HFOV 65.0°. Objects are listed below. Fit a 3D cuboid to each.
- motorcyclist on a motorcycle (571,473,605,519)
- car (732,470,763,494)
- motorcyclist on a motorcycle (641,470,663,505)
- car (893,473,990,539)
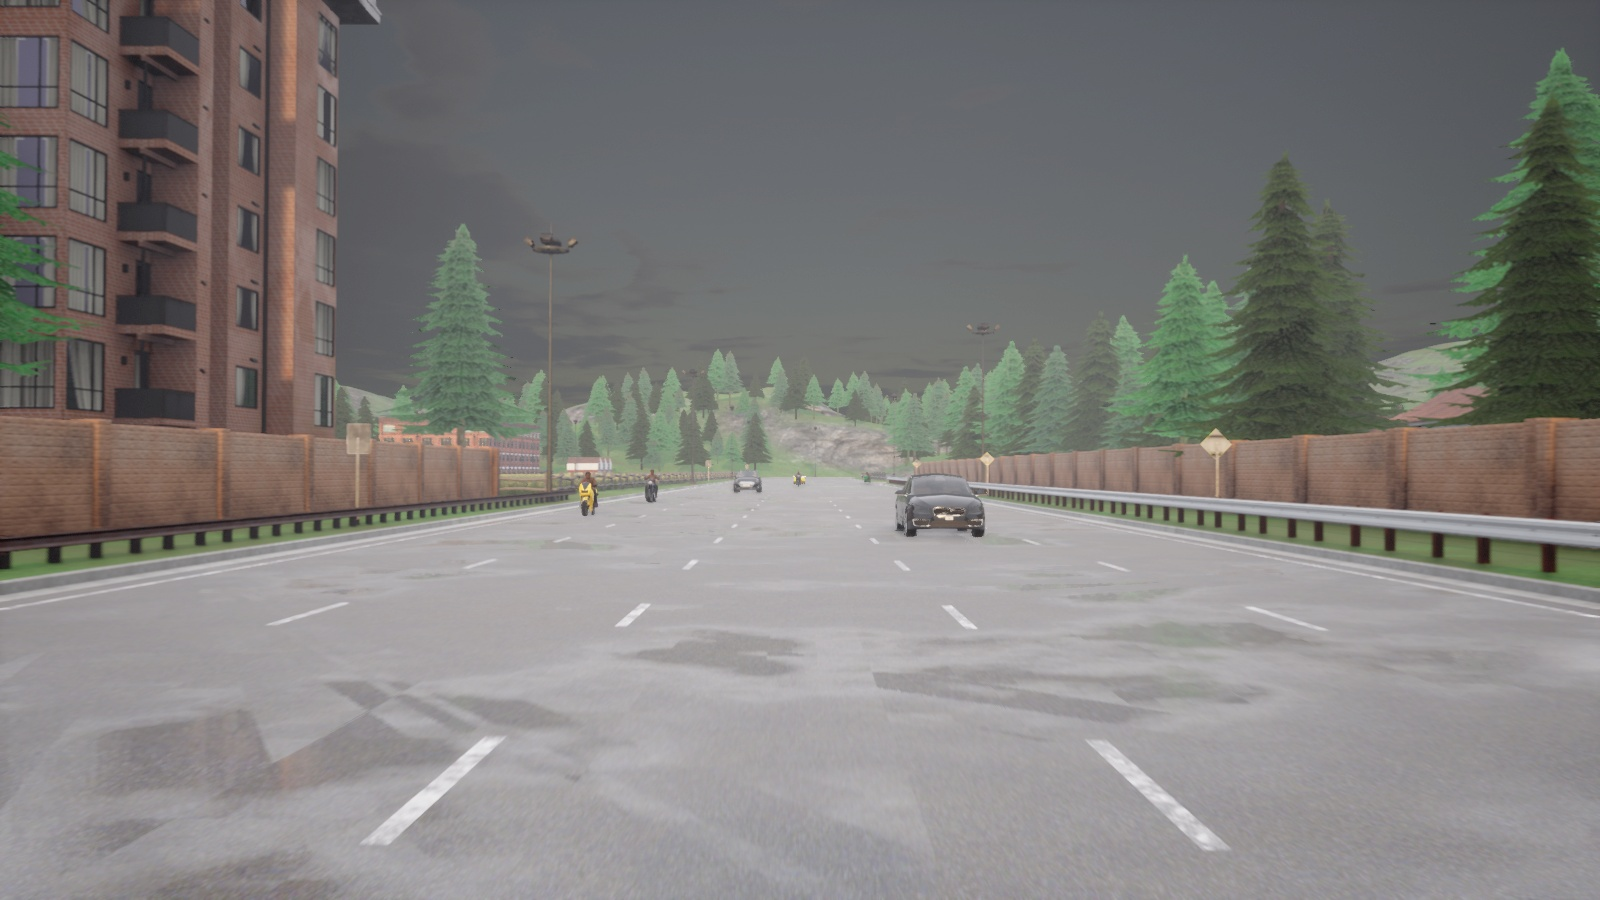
[{"bbox_3d":[-7.102,1.531,42.234,0.797,1.523,2.044,0,-1,0],"label":"motorcyclist on a motorcycle"},{"bbox_3d":[-3.719,2.265,90.114,2.033,1.649,4.856,0,-1,0],"label":"car"},{"bbox_3d":[-7.147,1.807,60.624,0.766,1.649,2.350,0,-1,0],"label":"motorcyclist on a motorcycle"},{"bbox_3d":[3.424,1.326,31.154,1.837,1.490,4.892,0,-1,0],"label":"car"}]
